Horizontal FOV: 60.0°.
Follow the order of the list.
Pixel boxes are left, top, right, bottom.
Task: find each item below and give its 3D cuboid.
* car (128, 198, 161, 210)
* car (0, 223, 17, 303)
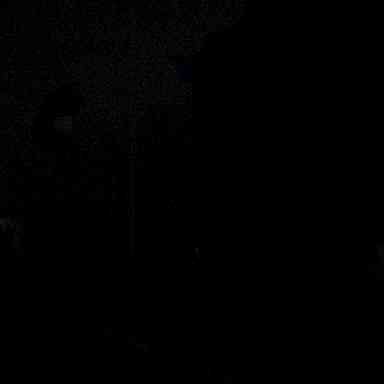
[{"bbox_3d":[-5.477,1.380,38.690,1.994,1.385,4.181,0,0,36],"label":"car"},{"bbox_3d":[-5.542,1.315,6.758,5.009,1.841,2.192,0,0,35],"label":"car"}]
